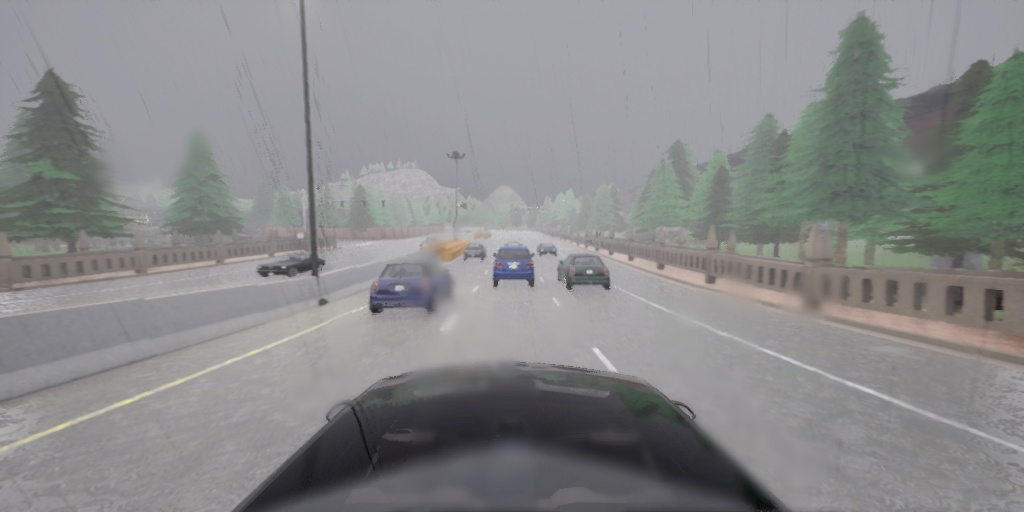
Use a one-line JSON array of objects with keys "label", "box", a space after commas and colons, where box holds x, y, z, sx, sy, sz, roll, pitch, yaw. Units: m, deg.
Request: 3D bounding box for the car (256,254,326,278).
[{"label": "car", "box": [-14.099, 0.577, 23.177, 1.895, 1.301, 4.718, 0, 4, 0]}]

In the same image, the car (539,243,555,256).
[{"label": "car", "box": [3.639, -0.729, 38.018, 1.895, 1.301, 4.718, 0, 5, 0]}]

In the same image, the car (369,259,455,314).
[{"label": "car", "box": [-3.402, 0.911, 13.038, 2.097, 1.767, 4.553, 0, 2, 0]}]

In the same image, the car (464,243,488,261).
[{"label": "car", "box": [-3.380, -0.450, 33.676, 2.128, 1.511, 4.902, 0, 5, 0]}]

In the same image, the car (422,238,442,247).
[{"label": "car", "box": [-10.417, -1.619, 46.788, 2.128, 1.511, 4.902, 0, 5, 0]}]

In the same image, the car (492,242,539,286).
[{"label": "car", "box": [0.093, 0.423, 19.970, 2.150, 2.045, 5.566, 0, 4, 0]}]

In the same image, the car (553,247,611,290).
[{"label": "car", "box": [3.596, 0.633, 18.740, 2.097, 1.767, 4.553, 0, 3, 0]}]
